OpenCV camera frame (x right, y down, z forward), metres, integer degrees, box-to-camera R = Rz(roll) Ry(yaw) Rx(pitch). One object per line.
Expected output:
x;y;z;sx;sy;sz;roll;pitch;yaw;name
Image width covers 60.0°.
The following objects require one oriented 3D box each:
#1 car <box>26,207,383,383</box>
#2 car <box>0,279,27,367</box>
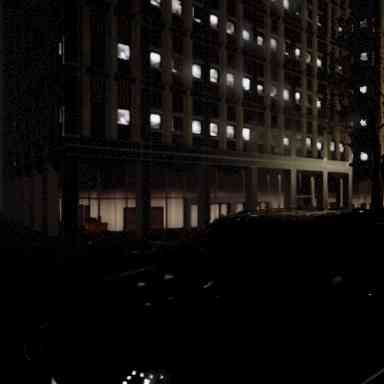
1.189;1.256;4.223;5.566;2.045;2.150;1;0;-35;car
-1.158;1.590;5.742;4.313;1.339;1.947;1;-1;-35;car
